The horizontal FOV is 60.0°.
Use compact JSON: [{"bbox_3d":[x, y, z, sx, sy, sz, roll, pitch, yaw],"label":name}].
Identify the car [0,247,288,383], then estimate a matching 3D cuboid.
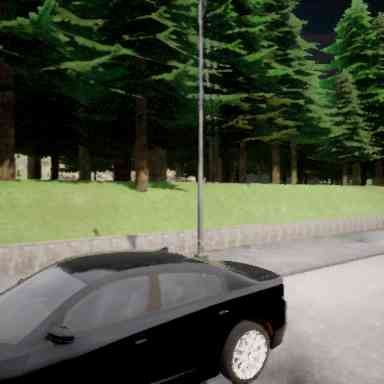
[{"bbox_3d":[-1.036,1.478,3.828,5.008,1.535,1.882,0,0,-35],"label":"car"}]
